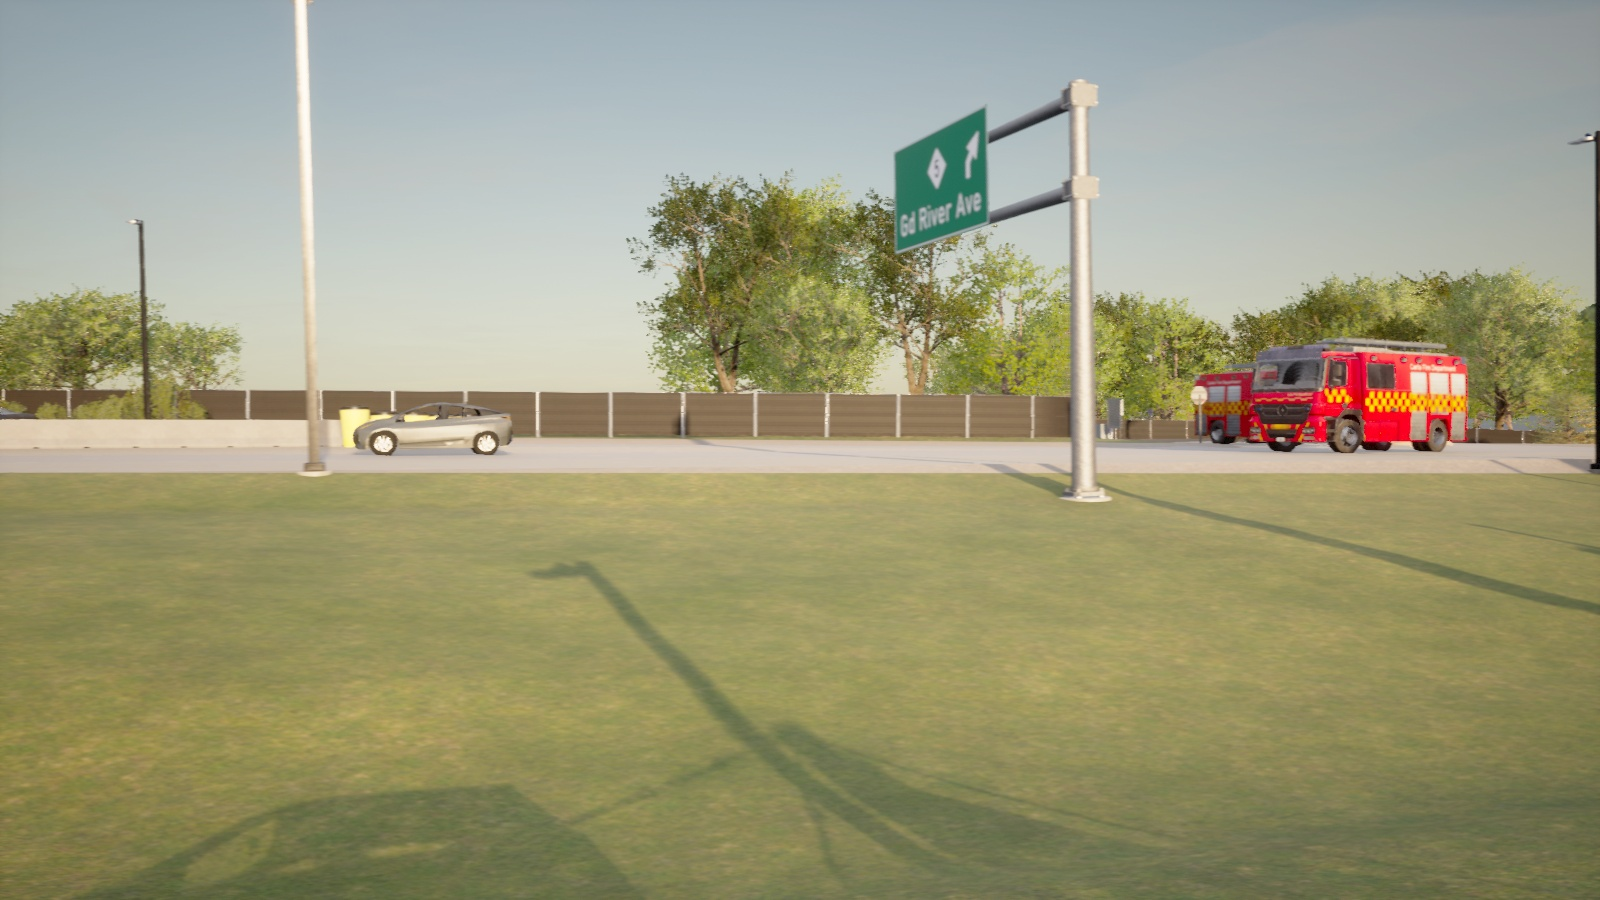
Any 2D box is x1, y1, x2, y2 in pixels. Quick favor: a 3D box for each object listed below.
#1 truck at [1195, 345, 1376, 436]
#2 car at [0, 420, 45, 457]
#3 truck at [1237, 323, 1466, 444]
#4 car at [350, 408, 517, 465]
[{"bbox_3d":[21.872,-2.592,57.226,2.891,3.827,8.468,-2,2,-19],"label":"truck"},{"bbox_3d":[-33.278,-0.456,49.997,5.357,1.411,2.033,0,2,7],"label":"car"},{"bbox_3d":[19.087,-2.242,43.247,8.468,3.827,2.891,-2,1,-32],"label":"truck"},{"bbox_3d":[-10.667,-0.413,36.590,4.514,1.525,2.007,-2,1,-19],"label":"car"}]
